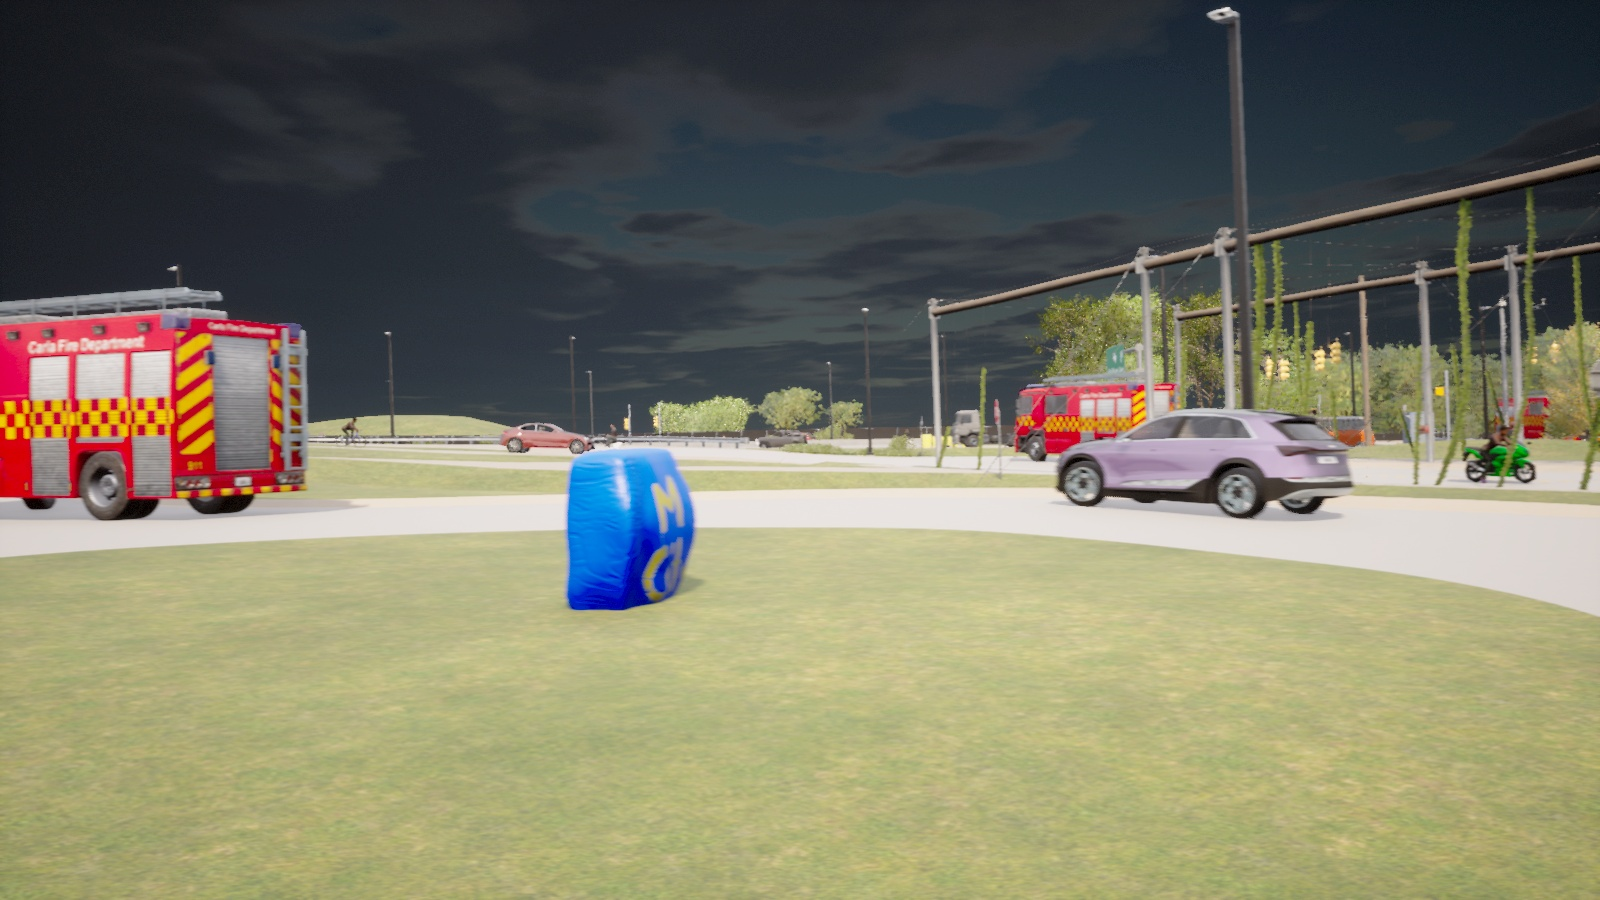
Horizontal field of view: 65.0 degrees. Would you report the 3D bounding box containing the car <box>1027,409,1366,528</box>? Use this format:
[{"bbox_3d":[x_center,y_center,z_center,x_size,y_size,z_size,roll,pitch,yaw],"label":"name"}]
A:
[{"bbox_3d":[6.197,0.206,20.171,2.033,1.649,4.856,0,2,-38],"label":"car"}]

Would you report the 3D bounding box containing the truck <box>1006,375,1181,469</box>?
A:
[{"bbox_3d":[12.799,-1.257,55.757,2.891,3.827,8.468,-2,2,-25],"label":"truck"}]

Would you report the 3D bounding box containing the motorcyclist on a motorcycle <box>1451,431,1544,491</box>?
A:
[{"bbox_3d":[18.389,0.268,33.151,0.797,1.523,2.044,-2,1,-27],"label":"motorcyclist on a motorcycle"}]

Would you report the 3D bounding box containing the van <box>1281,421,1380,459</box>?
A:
[{"bbox_3d":[27.876,-0.520,66.061,4.442,1.987,1.775,0,0,-1],"label":"van"}]

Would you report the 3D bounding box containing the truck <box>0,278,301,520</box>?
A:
[{"bbox_3d":[-13.457,-0.821,22.863,8.468,3.827,2.891,0,1,23],"label":"truck"}]

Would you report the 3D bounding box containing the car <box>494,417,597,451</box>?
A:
[{"bbox_3d":[-13.567,-0.849,67.218,5.027,1.651,2.152,2,0,0],"label":"car"}]
